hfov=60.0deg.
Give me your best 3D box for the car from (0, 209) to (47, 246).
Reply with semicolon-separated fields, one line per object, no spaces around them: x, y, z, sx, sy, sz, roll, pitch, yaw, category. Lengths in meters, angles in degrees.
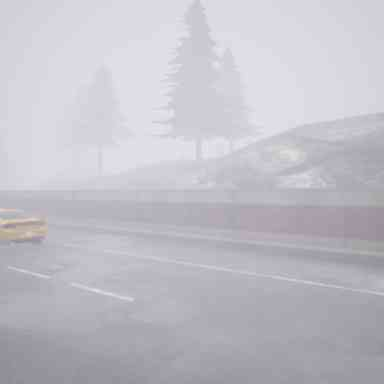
-8.271;1.461;14.402;5.008;1.535;1.882;0;0;38;car
